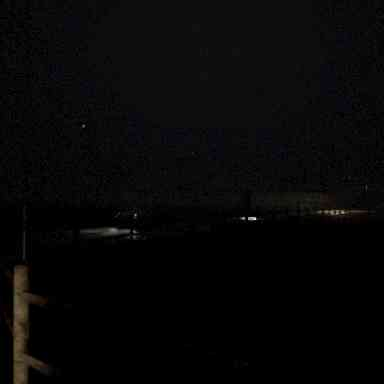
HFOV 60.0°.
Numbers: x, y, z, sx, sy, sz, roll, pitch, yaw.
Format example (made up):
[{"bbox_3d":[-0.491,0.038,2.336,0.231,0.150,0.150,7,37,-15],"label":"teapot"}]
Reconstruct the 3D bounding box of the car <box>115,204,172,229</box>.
[{"bbox_3d":[-3.543,1.693,24.738,2.097,1.767,4.553,1,-1,35],"label":"car"}]

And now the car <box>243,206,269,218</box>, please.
[{"bbox_3d":[7.920,2.379,41.077,1.994,1.385,4.181,1,-1,35],"label":"car"}]
